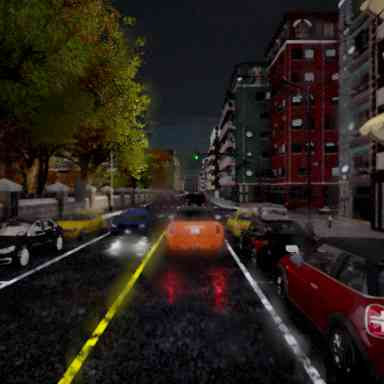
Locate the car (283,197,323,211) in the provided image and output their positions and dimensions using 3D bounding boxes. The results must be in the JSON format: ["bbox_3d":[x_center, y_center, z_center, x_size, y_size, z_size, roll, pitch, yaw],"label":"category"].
[{"bbox_3d":[14.613,1.563,43.668,5.009,1.841,2.192,1,-1,0],"label":"car"}]

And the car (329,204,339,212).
[{"bbox_3d":[20.304,1.896,43.683,4.507,1.381,1.887,1,-1,0],"label":"car"}]

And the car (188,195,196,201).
[{"bbox_3d":[-0.002,1.495,85.549,2.128,1.511,4.902,0,0,0],"label":"car"}]

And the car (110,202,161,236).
[{"bbox_3d":[-3.076,1.533,18.604,2.033,1.411,5.357,0,0,0],"label":"car"}]

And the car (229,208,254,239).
[{"bbox_3d":[2.687,1.512,16.845,1.752,1.417,4.829,0,0,0],"label":"car"}]

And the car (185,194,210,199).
[{"bbox_3d":[0.493,1.202,29.613,2.150,2.045,5.566,0,0,5],"label":"car"}]

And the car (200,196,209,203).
[{"bbox_3d":[2.685,1.520,71.311,1.887,1.381,4.507,0,0,0],"label":"car"}]

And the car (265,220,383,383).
[{"bbox_3d":[2.688,1.435,5.413,1.967,1.590,4.097,0,0,0],"label":"car"}]

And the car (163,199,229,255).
[{"bbox_3d":[0.100,1.340,13.389,2.097,1.767,4.553,0,0,0],"label":"car"}]

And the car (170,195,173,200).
[{"bbox_3d":[-5.696,1.416,71.310,1.967,1.590,4.097,0,0,0],"label":"car"}]

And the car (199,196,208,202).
[{"bbox_3d":[2.684,1.528,76.847,2.008,1.369,4.403,0,0,0],"label":"car"}]

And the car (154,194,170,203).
[{"bbox_3d":[-5.696,1.288,60.240,2.192,1.841,5.009,0,0,0],"label":"car"}]

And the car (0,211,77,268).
[{"bbox_3d":[-5.692,1.541,11.043,2.008,1.369,4.403,0,0,0],"label":"car"}]

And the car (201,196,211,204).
[{"bbox_3d":[2.685,1.499,65.946,1.752,1.417,4.829,0,0,0],"label":"car"}]

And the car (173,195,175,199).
[{"bbox_3d":[-5.696,1.522,76.846,1.887,1.381,4.507,0,0,0],"label":"car"}]

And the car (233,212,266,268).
[{"bbox_3d":[2.688,1.556,11.044,1.947,1.339,4.313,0,0,0],"label":"car"}]

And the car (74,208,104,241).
[{"bbox_3d":[-5.693,1.512,16.504,1.752,1.417,4.829,0,0,0],"label":"car"}]
